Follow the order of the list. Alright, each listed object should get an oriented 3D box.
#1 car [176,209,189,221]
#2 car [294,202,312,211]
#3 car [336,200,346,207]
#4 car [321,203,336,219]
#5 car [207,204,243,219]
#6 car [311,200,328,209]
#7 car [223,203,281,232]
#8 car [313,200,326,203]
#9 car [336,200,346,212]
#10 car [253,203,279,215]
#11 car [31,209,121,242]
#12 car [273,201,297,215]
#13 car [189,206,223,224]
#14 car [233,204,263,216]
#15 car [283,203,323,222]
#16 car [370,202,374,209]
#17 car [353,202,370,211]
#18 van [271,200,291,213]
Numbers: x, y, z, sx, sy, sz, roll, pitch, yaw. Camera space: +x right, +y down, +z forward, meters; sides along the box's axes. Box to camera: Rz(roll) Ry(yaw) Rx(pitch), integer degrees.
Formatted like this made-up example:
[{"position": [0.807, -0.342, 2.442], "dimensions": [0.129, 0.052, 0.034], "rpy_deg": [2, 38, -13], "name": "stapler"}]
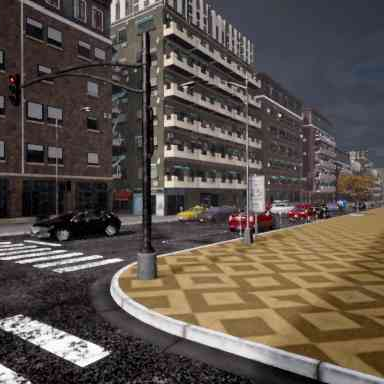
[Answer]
[{"position": [0.404, 2.002, 31.462], "dimensions": [1.752, 1.417, 4.829], "rpy_deg": [-2, -2, 35], "name": "car"}, {"position": [19.884, 2.554, 59.409], "dimensions": [1.887, 1.381, 4.507], "rpy_deg": [-2, -2, 35], "name": "car"}, {"position": [39.166, 2.883, 87.162], "dimensions": [1.690, 1.788, 3.998], "rpy_deg": [-2, -2, 35], "name": "car"}, {"position": [13.786, 2.141, 36.120], "dimensions": [1.947, 1.339, 4.313], "rpy_deg": [-2, -2, 35], "name": "car"}, {"position": [3.635, 2.091, 36.096], "dimensions": [1.752, 1.417, 4.829], "rpy_deg": [-2, -2, 35], "name": "car"}, {"position": [26.342, 2.501, 68.685], "dimensions": [2.192, 1.841, 5.009], "rpy_deg": [-2, -2, 35], "name": "car"}, {"position": [4.093, 1.751, 22.219], "dimensions": [1.967, 1.590, 4.097], "rpy_deg": [-2, -2, 35], "name": "car"}, {"position": [17.621, 2.267, 46.077], "dimensions": [1.837, 1.490, 4.892], "rpy_deg": [-1, -1, 35], "name": "car"}, {"position": [23.425, 2.468, 54.417], "dimensions": [2.033, 1.411, 5.357], "rpy_deg": [-1, -1, 36], "name": "car"}, {"position": [10.192, 2.289, 45.505], "dimensions": [1.887, 1.381, 4.507], "rpy_deg": [-2, -2, 35], "name": "car"}, {"position": [-6.075, 1.727, 17.918], "dimensions": [1.837, 1.490, 4.892], "rpy_deg": [-1, -1, 38], "name": "car"}, {"position": [11.665, 2.226, 43.063], "dimensions": [1.812, 1.442, 4.674], "rpy_deg": [-1, -1, 35], "name": "car"}, {"position": [2.305, 1.994, 29.688], "dimensions": [2.033, 1.411, 5.357], "rpy_deg": [-1, -1, 35], "name": "car"}, {"position": [6.963, 2.222, 40.870], "dimensions": [1.947, 1.339, 4.313], "rpy_deg": [-2, -2, 35], "name": "car"}, {"position": [10.555, 2.032, 31.486], "dimensions": [1.887, 1.381, 4.507], "rpy_deg": [-2, -2, 35], "name": "car"}, {"position": [36.397, 2.745, 68.563], "dimensions": [2.008, 1.369, 4.403], "rpy_deg": [-2, -2, 35], "name": "car"}, {"position": [29.937, 2.583, 59.293], "dimensions": [1.947, 1.339, 4.313], "rpy_deg": [-2, -2, 35], "name": "car"}, {"position": [13.421, 2.174, 50.145], "dimensions": [1.690, 1.788, 3.998], "rpy_deg": [-2, -2, 35], "name": "van"}]
